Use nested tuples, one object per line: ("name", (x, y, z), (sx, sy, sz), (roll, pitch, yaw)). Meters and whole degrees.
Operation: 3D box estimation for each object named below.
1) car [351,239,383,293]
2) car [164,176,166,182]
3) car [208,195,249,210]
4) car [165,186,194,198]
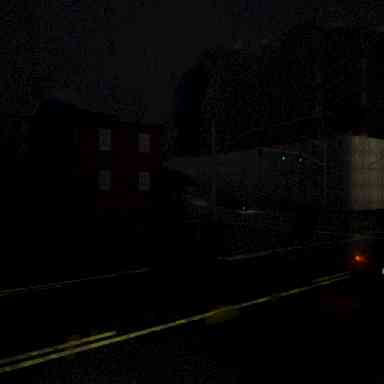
("car", (5.579, 1.564, 7.732), (4.181, 1.385, 1.994), (0, 0, -35))
("car", (-6.169, -2.751, 58.177), (1.812, 1.442, 4.674), (0, 12, -36))
("car", (3.999, 1.105, 37.592), (2.033, 1.411, 5.357), (0, 5, -36))
("car", (-1.749, -0.077, 45.642), (1.895, 1.301, 4.718), (0, 9, -36))
